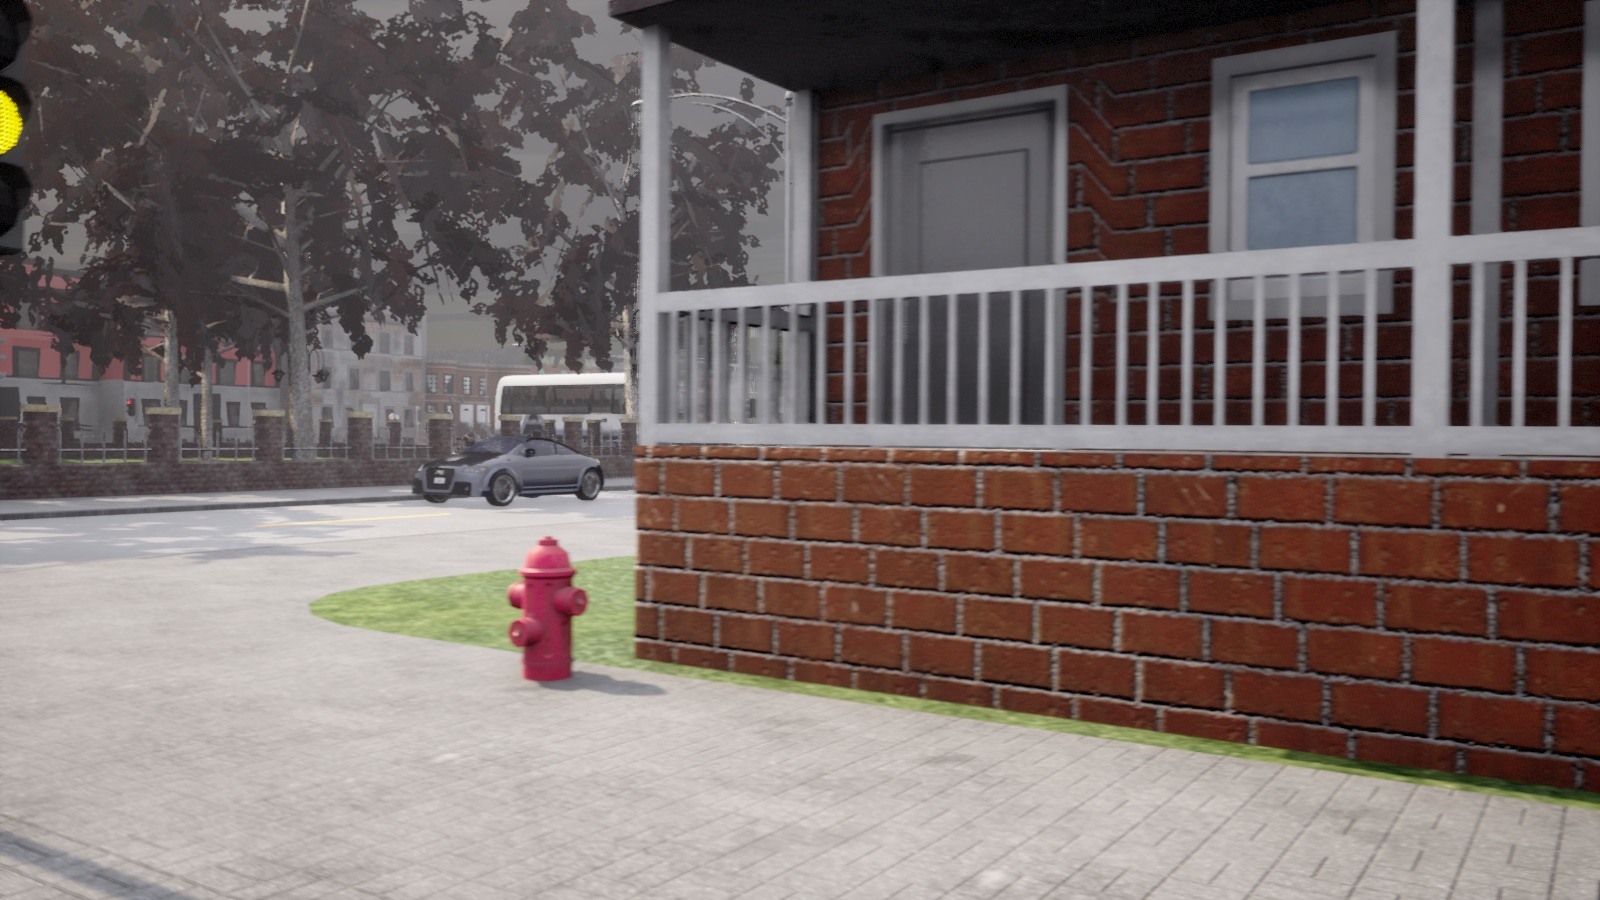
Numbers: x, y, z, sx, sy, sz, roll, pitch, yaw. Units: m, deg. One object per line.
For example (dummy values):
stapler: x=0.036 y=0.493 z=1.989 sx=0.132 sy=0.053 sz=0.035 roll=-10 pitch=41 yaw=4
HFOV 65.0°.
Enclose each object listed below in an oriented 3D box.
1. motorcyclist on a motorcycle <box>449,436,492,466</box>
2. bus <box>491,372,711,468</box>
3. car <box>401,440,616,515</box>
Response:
motorcyclist on a motorcycle: x=-17.048 y=0.067 z=64.948 sx=2.191 sy=1.530 sz=0.866 roll=0 pitch=1 yaw=31
bus: x=-9.583 y=-1.350 z=59.960 sx=10.273 sy=4.253 sz=3.944 roll=0 pitch=1 yaw=32
car: x=-5.944 y=0.505 z=26.108 sx=1.994 sy=1.385 sz=4.181 roll=0 pitch=1 yaw=31
